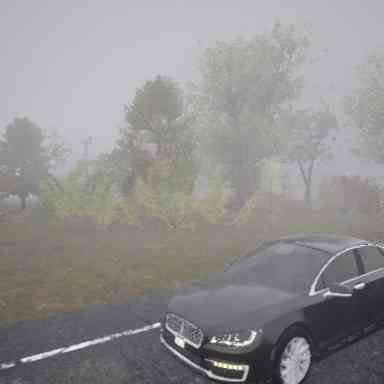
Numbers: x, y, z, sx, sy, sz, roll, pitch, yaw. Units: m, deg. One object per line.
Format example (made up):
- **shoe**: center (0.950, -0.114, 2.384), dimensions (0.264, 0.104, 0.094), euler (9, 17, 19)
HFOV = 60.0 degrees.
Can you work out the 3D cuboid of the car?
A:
- **car**: center (1.834, 1.500, 5.301), dimensions (4.892, 1.490, 1.837), euler (0, 0, -36)
